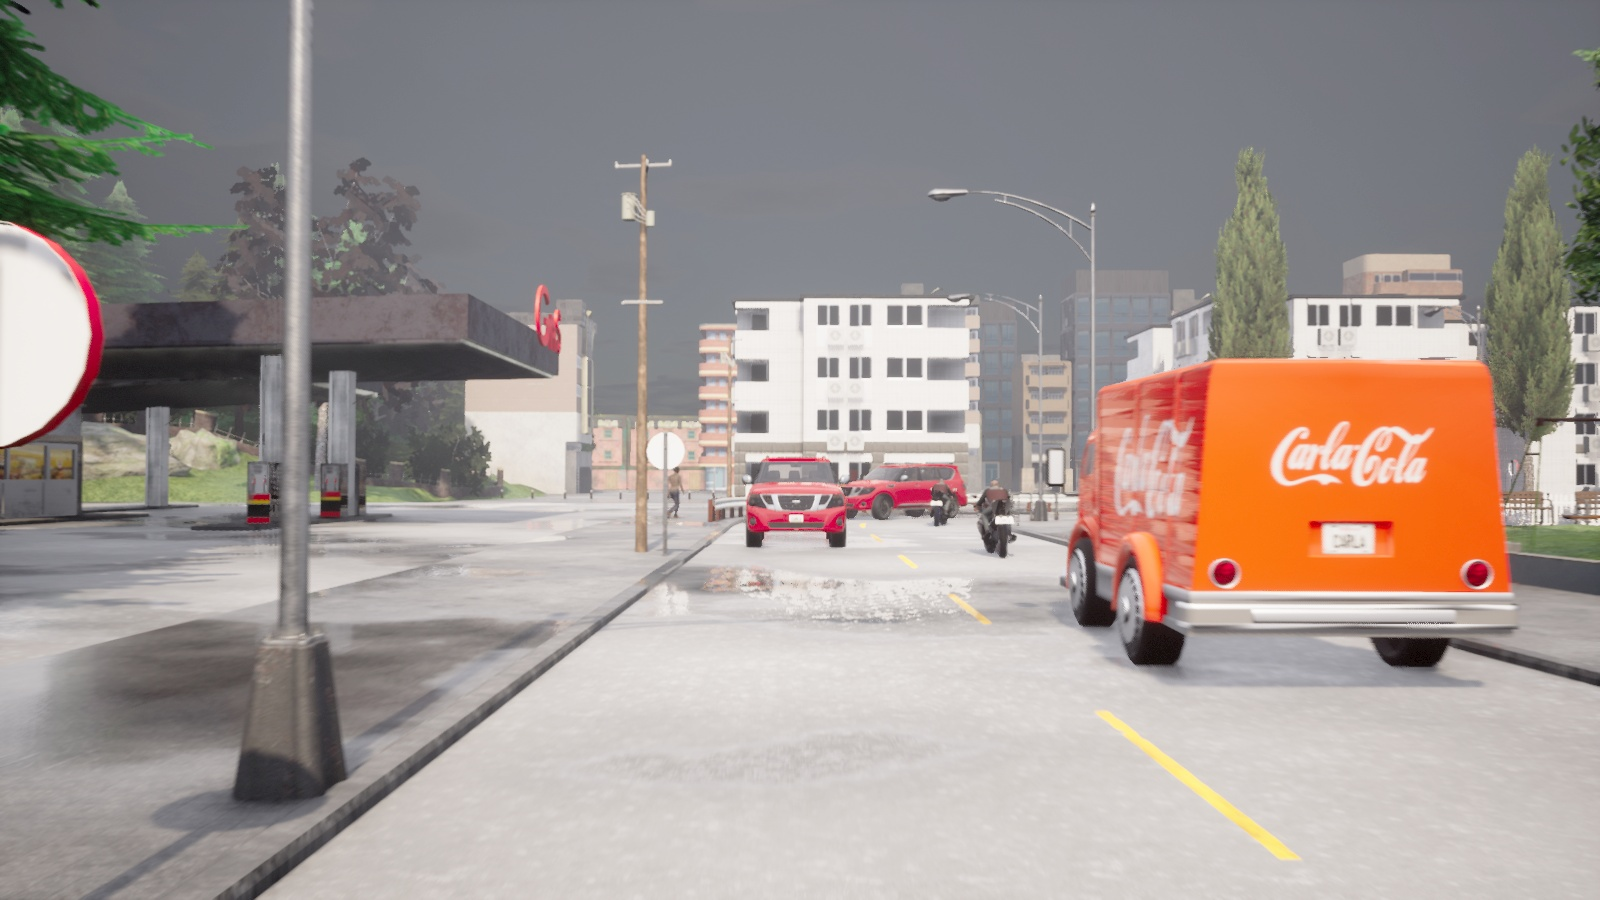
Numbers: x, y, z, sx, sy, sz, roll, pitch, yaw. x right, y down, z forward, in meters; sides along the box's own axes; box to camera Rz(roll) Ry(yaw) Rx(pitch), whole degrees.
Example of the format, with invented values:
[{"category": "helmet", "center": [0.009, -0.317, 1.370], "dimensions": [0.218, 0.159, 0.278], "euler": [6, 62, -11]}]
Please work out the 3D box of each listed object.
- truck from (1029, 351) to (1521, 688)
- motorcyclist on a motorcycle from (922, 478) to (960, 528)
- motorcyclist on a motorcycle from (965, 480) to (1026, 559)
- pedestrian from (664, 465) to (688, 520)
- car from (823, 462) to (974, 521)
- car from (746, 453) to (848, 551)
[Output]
[{"category": "truck", "center": [3.968, 0.565, 11.845], "dimensions": [2.627, 2.467, 5.204], "euler": [0, -1, 0]}, {"category": "motorcyclist on a motorcycle", "center": [4.537, 1.678, 40.296], "dimensions": [0.866, 1.530, 2.191], "euler": [0, -1, 15]}, {"category": "motorcyclist on a motorcycle", "center": [3.934, 1.370, 25.420], "dimensions": [0.866, 1.530, 2.191], "euler": [0, -1, 0]}, {"category": "pedestrian", "center": [-4.166, 1.427, 42.237], "dimensions": [0.328, 1.805, 0.869], "euler": [-1, -1, 33]}, {"category": "car", "center": [3.690, 1.496, 46.512], "dimensions": [5.566, 2.045, 2.150], "euler": [1, -2, -38]}, {"category": "car", "center": [-0.091, 1.149, 29.204], "dimensions": [2.150, 2.045, 5.566], "euler": [0, -1, 0]}]
